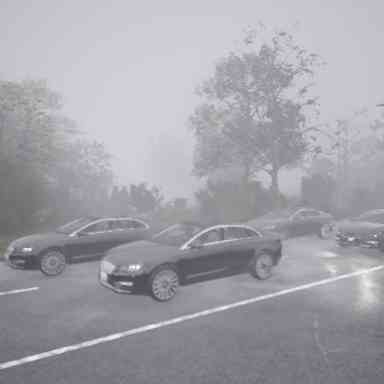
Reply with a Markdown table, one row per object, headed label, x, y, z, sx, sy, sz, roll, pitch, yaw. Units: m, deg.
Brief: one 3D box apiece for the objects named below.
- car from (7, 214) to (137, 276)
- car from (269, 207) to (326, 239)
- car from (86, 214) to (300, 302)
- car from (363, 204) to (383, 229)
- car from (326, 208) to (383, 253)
| label | x | y | z | sx | sy | sz | roll | pitch | yaw |
| --- | --- | --- | --- | --- | --- | --- | --- | --- | --- |
| car | -2.972 | 1.481 | 10.397 | 4.902 | 1.511 | 2.128 | 0 | 0 | -35 |
| car | 4.639 | 1.468 | 15.615 | 4.902 | 1.511 | 2.128 | 0 | 0 | -34 |
| car | 0.180 | 1.481 | 8.328 | 4.902 | 1.511 | 2.128 | 0 | 0 | -35 |
| car | 13.012 | 1.525 | 21.102 | 4.181 | 1.385 | 1.994 | 0 | 0 | -33 |
| car | 7.864 | 1.481 | 13.569 | 4.892 | 1.490 | 1.837 | 0 | 0 | -33 |
